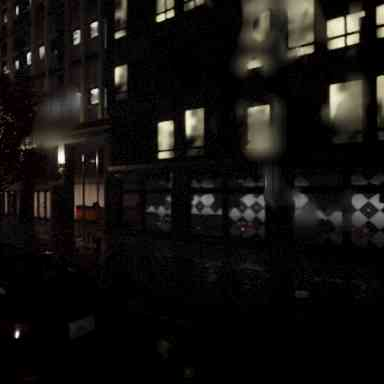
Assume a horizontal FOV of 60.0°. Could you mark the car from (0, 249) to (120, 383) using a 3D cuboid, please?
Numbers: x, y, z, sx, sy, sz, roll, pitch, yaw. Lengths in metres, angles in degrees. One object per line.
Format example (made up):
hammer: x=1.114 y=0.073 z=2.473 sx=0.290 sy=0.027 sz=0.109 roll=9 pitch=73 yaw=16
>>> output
car: x=-2.932 y=1.543 z=4.946 sx=4.313 sy=1.339 sz=1.947 roll=0 pitch=0 yaw=35
